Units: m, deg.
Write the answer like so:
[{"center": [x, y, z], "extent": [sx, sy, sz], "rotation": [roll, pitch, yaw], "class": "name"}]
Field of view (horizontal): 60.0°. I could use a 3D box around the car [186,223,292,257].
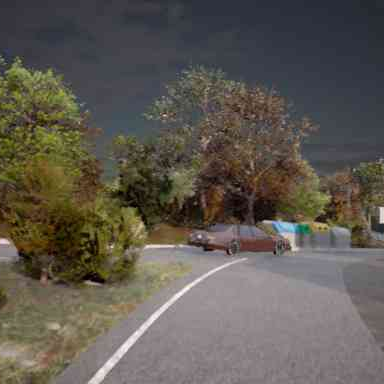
[{"center": [2.301, 2.169, 15.363], "extent": [5.357, 1.411, 2.033], "rotation": [8, -7, -37], "class": "car"}]
